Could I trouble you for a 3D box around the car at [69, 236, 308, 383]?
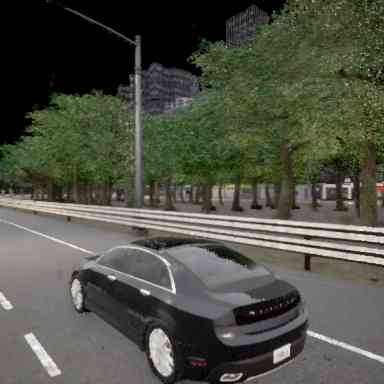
[{"bbox_3d":[-0.512,1.504,5.558,1.837,1.490,4.892,0,1,-38],"label":"car"}]
